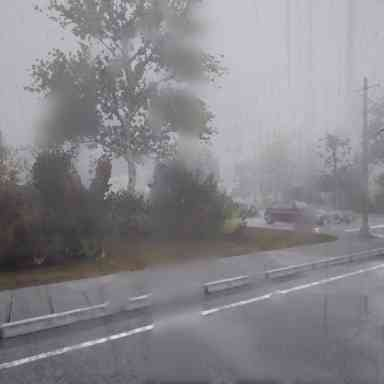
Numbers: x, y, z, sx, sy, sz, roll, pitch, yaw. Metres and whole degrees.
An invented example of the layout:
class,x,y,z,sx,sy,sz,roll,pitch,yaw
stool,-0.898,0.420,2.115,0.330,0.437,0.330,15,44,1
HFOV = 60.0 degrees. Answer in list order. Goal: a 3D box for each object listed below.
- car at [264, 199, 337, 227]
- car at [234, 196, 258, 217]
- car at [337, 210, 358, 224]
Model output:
class,x,y,z,sx,sy,sz,roll,pitch,yaw
car,7.389,1.426,23.637,2.097,1.767,4.553,0,-1,-38
car,3.944,1.430,33.373,2.150,2.045,5.566,0,-1,-41
car,10.182,1.675,25.840,1.895,1.301,4.718,0,-1,-39
